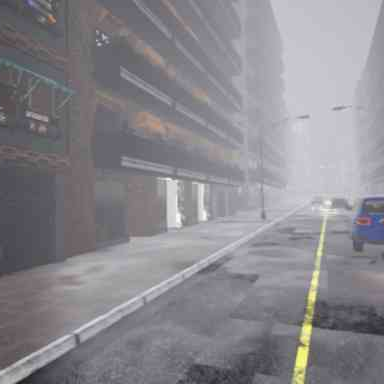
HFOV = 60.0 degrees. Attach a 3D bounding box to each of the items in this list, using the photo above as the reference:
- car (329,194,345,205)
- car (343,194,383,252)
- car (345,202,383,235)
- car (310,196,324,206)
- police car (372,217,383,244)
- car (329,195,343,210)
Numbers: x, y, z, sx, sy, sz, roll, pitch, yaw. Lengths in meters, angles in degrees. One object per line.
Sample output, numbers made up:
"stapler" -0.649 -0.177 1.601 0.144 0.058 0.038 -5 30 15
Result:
"car" 22.539 1.185 51.796 2.128 1.511 4.902 -2 0 22
"car" 7.371 1.094 13.046 2.150 2.045 5.566 -2 0 22
"car" 9.666 1.366 18.560 1.812 1.442 4.674 -2 0 22
"car" 19.279 1.336 51.105 2.033 1.411 5.357 -2 0 22
"police car" 3.578 1.344 3.873 1.930 1.638 5.238 -2 0 22
"car" 17.367 1.263 39.264 1.837 1.490 4.892 -2 0 23
